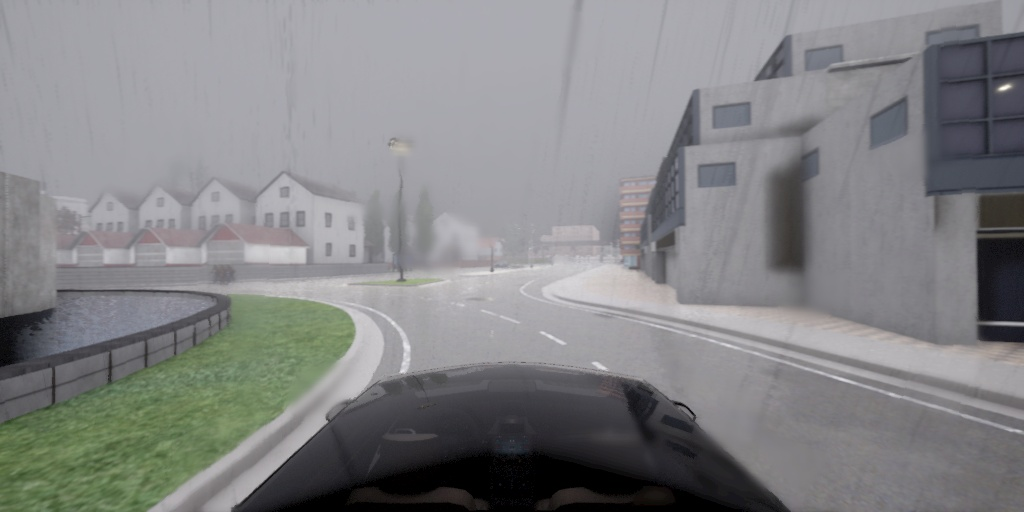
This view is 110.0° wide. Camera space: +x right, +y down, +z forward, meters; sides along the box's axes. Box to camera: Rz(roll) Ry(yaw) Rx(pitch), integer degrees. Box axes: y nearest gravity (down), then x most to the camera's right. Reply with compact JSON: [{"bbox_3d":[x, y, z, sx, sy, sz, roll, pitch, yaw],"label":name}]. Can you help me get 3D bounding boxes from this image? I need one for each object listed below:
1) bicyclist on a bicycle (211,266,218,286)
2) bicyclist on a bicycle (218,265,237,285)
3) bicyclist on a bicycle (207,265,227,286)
[{"bbox_3d":[-23.737,1.601,29.557,0.582,1.620,1.656,0,0,-9],"label":"bicyclist on a bicycle"},{"bbox_3d":[-23.243,1.599,29.634,0.582,1.620,1.656,0,0,-8],"label":"bicyclist on a bicycle"},{"bbox_3d":[-24.230,1.604,29.471,0.582,1.620,1.656,0,0,-10],"label":"bicyclist on a bicycle"}]
